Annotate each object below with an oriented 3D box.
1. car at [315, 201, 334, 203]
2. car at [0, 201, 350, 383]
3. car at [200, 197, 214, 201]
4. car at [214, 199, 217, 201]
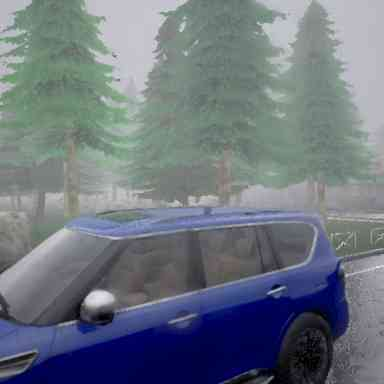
[{"bbox_3d":[14.162,1.665,35.175,1.837,1.490,4.892,0,0,-35],"label":"car"},{"bbox_3d":[-0.579,1.222,3.581,5.566,2.045,2.150,0,0,-35],"label":"car"},{"bbox_3d":[1.183,1.511,55.252,2.097,1.767,4.553,0,0,-28],"label":"car"},{"bbox_3d":[2.758,1.665,60.245,1.837,1.490,4.892,0,0,-27],"label":"car"}]
